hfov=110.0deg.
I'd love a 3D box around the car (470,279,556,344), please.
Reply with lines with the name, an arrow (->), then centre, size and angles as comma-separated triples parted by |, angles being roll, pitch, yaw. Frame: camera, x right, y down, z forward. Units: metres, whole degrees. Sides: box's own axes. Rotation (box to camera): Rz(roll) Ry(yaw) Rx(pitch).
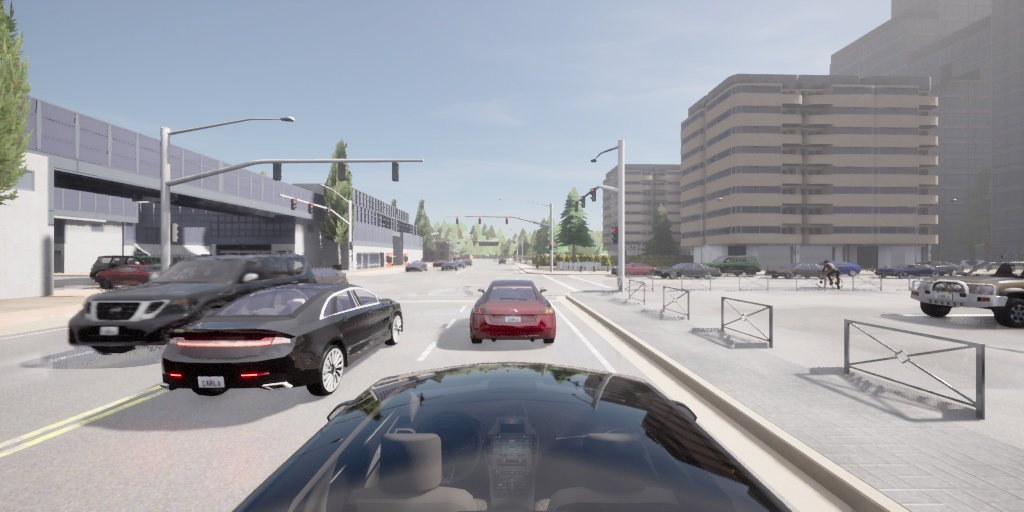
car -> 0.010, 1.314, 9.623 | 1.994, 1.385, 4.181 | 0, 0, 0

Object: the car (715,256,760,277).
car -> 21.085, 0.971, 34.857 | 5.566, 2.045, 2.150 | 0, 0, -2

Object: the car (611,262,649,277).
car -> 11.742, 1.314, 34.576 | 4.181, 1.385, 1.994 | 0, 0, -2

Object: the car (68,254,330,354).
car -> -7.164, 0.971, 9.108 | 2.150, 2.045, 5.566 | 0, 0, -1

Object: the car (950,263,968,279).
car -> 41.227, 1.255, 35.414 | 4.892, 1.490, 1.837 | 0, 0, -1

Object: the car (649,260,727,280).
car -> 15.232, 1.297, 31.179 | 5.357, 1.411, 2.033 | 0, 0, -2

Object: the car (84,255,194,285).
car -> -26.447, 0.971, 25.579 | 5.566, 2.045, 2.150 | 0, 0, -1

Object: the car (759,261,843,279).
car -> 25.302, 1.297, 31.479 | 5.357, 1.411, 2.033 | 0, 0, -2

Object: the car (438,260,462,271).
car -> -8.369, 1.314, 48.935 | 1.994, 1.385, 4.181 | 0, 0, -2

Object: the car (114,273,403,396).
car -> -3.475, 1.242, 6.564 | 2.128, 1.511, 4.902 | 0, 0, 0

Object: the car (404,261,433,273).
car -> -11.772, 1.297, 44.600 | 2.033, 1.411, 5.357 | 0, 0, -1

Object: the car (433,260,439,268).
car -> -12.169, 1.351, 60.514 | 1.895, 1.301, 4.718 | 0, 0, -1

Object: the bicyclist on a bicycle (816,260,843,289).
bicyclist on a bicycle -> 17.925, 1.052, 20.271 | 0.582, 1.620, 1.656 | 0, 0, -2

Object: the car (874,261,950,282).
car -> 35.165, 1.351, 31.761 | 4.718, 1.301, 1.895 | 0, 0, -2

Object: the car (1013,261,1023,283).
car -> 43.298, 1.314, 28.363 | 4.181, 1.385, 1.994 | 0, 0, -1

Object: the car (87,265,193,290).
car -> -22.890, 1.276, 22.183 | 4.674, 1.442, 1.812 | 0, 0, 0

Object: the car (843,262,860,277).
car -> 31.111, 1.228, 35.150 | 5.008, 1.535, 1.882 | 0, 0, -2

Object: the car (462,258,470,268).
car -> -8.633, 1.297, 59.232 | 2.033, 1.411, 5.357 | 0, 0, -1

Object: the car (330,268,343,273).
car -> -10.878, 1.297, 19.680 | 2.033, 1.411, 5.357 | 0, 0, -2
